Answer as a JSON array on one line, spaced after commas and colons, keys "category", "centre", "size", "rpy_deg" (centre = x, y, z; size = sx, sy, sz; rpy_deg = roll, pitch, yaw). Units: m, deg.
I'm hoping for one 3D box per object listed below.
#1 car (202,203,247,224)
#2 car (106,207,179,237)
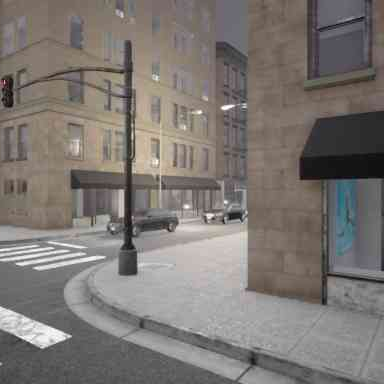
[{"category": "car", "centre": [2.681, 1.640, 26.311], "size": [2.128, 1.511, 4.902], "rpy_deg": [0, 0, 35]}, {"category": "car", "centre": [-2.626, 1.620, 18.841], "size": [1.812, 1.442, 4.674], "rpy_deg": [0, 0, 37]}]
